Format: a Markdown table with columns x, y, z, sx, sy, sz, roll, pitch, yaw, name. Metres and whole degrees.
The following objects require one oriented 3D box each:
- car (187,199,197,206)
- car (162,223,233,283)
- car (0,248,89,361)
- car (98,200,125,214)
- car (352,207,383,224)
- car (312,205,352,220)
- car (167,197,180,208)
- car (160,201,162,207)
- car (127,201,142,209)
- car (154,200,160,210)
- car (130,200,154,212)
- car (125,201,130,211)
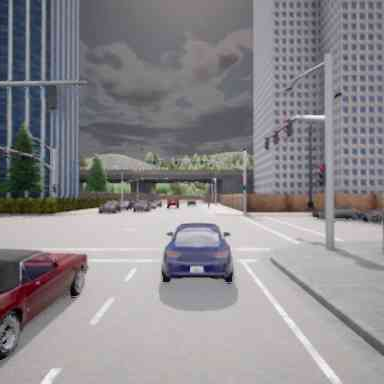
| x | y | z | sx | sy | sz | roll | pitch | yaw | name |
| --- | --- | --- | --- | --- | --- | --- | --- | --- | --- |
| -0.072 | 2.365 | 72.495 | 1.837 | 1.490 | 4.892 | 0 | -1 | 0 | car |
| 0.185 | 1.649 | 9.949 | 1.812 | 1.442 | 4.674 | 0 | -1 | 2 | car |
| -3.428 | 1.676 | 5.984 | 1.895 | 1.301 | 4.718 | 0 | -1 | 0 | car |
| -10.641 | 1.883 | 43.334 | 2.097 | 1.767 | 4.553 | 0 | -1 | 0 | car |
| 16.261 | 1.907 | 27.911 | 4.181 | 1.385 | 1.994 | 0 | -1 | 0 | car |
| 13.599 | 1.950 | 31.421 | 4.181 | 1.385 | 1.994 | 0 | -1 | 0 | car |
| -3.472 | 1.989 | 62.743 | 2.150 | 2.045 | 5.566 | 0 | -1 | 0 | car |
| -7.066 | 2.382 | 66.843 | 1.994 | 1.385 | 4.181 | 0 | -1 | 0 | car |
| -10.610 | 2.354 | 61.512 | 1.895 | 1.301 | 4.718 | 0 | -1 | 0 | car |
| -7.134 | 2.296 | 56.796 | 1.895 | 1.301 | 4.718 | 0 | -1 | 0 | car |
| -7.142 | 1.938 | 47.818 | 2.097 | 1.767 | 4.553 | 0 | -1 | 0 | car |
| -10.641 | 2.132 | 52.291 | 2.128 | 1.511 | 4.902 | 0 | -1 | 0 | car |
